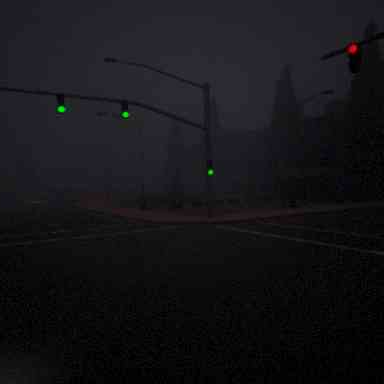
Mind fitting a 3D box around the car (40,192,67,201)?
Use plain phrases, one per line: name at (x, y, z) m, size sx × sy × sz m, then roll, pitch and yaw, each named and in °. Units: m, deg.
car at (-24.482, 0.708, 59.032) m, size 2.033 × 1.411 × 5.357 m, roll -2°, pitch 2°, yaw 13°
